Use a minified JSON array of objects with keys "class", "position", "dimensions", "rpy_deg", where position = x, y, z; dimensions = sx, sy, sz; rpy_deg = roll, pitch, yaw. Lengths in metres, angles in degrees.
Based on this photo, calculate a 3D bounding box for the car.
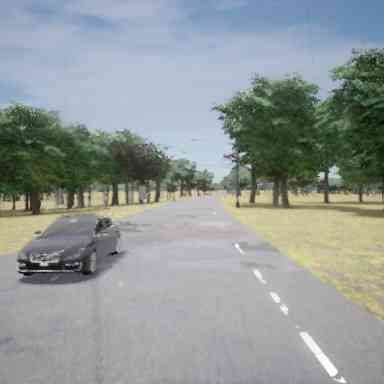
[{"class":"car","position":[-3.524,1.498,10.419],"dimensions":[1.837,1.490,4.892],"rpy_deg":[0,0,1]}]
